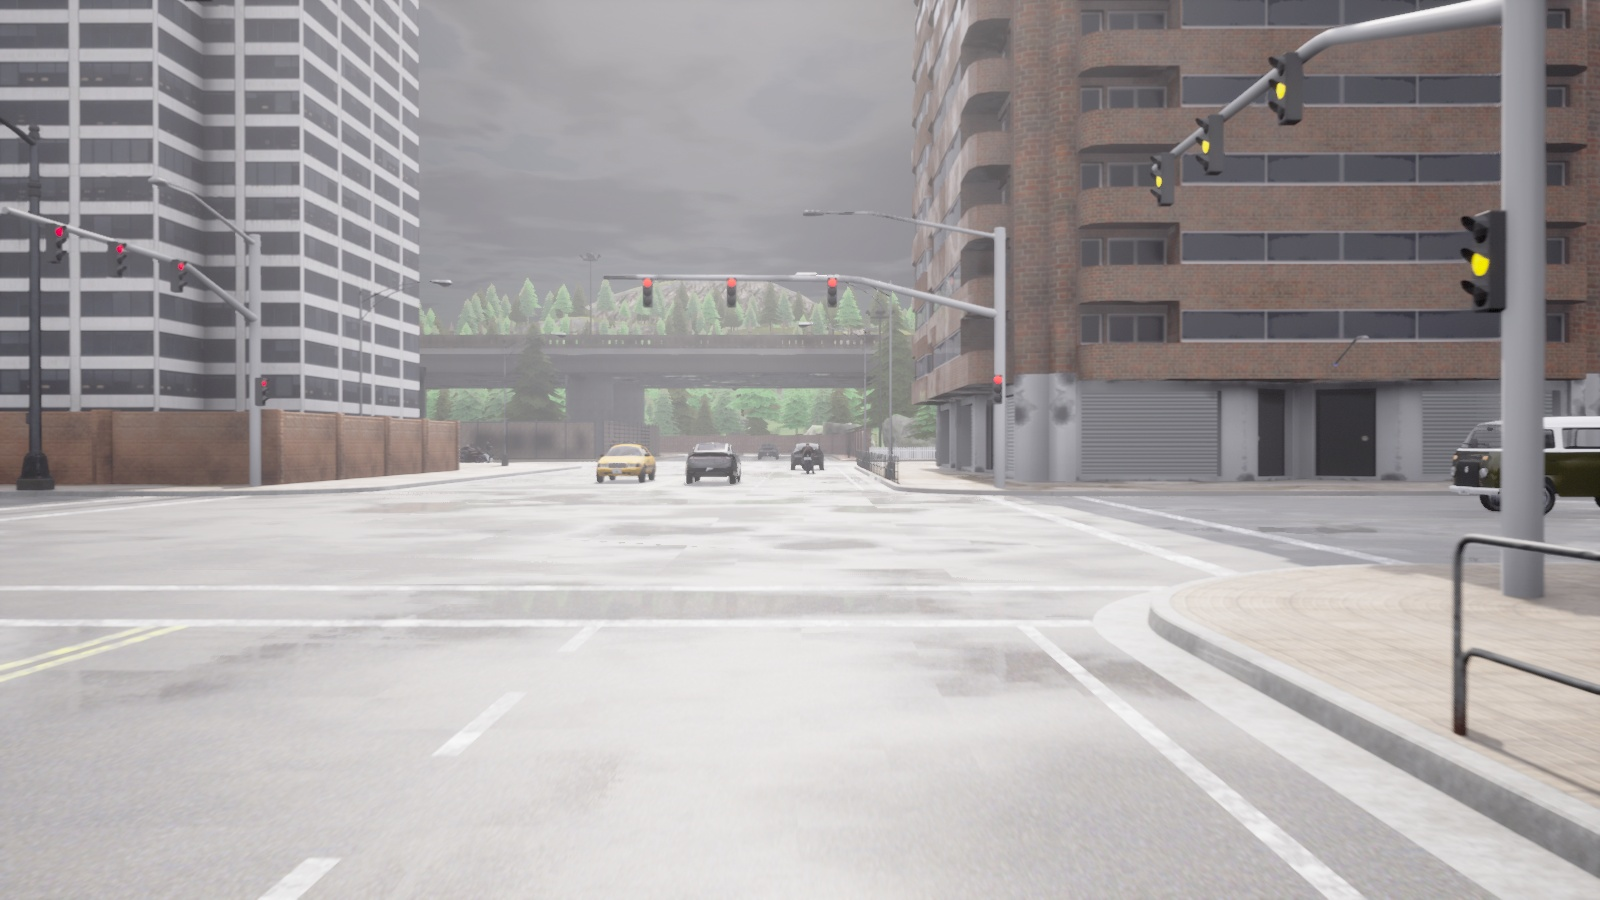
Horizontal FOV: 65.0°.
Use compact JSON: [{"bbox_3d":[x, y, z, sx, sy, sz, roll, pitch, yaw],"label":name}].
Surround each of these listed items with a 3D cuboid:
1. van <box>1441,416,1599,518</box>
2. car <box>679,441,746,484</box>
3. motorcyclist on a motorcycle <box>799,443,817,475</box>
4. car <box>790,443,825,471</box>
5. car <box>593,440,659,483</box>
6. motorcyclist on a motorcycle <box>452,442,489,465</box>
[{"bbox_3d":[16.032,0.336,25.979,4.480,2.038,2.069,0,0,1],"label":"van"},{"bbox_3d":[-3.213,0.434,47.157,2.128,1.511,4.902,0,0,0],"label":"car"},{"bbox_3d":[0.376,0.437,61.195,0.866,1.530,2.191,0,0,0],"label":"motorcyclist on a motorcycle"},{"bbox_3d":[0.412,0.356,70.164,1.837,1.490,4.892,0,0,0],"label":"car"},{"bbox_3d":[-6.710,0.405,48.844,1.801,1.575,5.366,0,0,0],"label":"car"},{"bbox_3d":[-21.699,0.242,82.801,2.191,1.530,0.866,0,0,0],"label":"motorcyclist on a motorcycle"}]
